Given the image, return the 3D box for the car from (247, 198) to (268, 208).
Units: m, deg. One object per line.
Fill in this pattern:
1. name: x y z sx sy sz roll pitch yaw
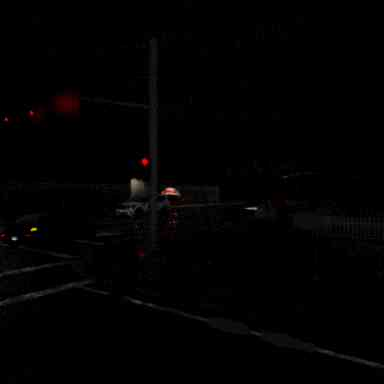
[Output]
1. car: 9.718 1.584 49.263 1.994 1.385 4.181 0 0 36

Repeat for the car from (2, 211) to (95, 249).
1. car: -6.133 1.538 14.651 1.812 1.442 4.674 -2 0 12

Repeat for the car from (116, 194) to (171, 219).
1. car: -4.252 1.240 29.884 2.150 2.045 5.566 0 0 36
